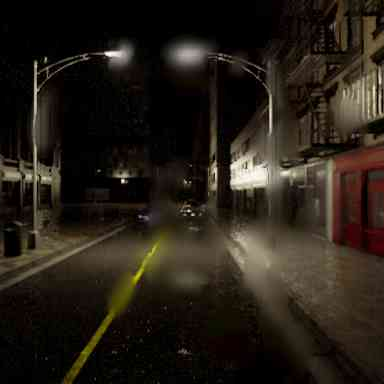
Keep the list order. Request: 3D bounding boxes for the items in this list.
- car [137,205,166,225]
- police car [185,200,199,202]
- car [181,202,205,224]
[{"bbox_3d":[-3.114,1.762,26.332,1.812,1.442,4.674,0,-1,0],"label":"car"},{"bbox_3d":[0.034,1.821,44.385,1.930,1.638,5.238,0,0,1],"label":"police car"},{"bbox_3d":[0.081,1.794,27.493,2.033,1.411,5.357,0,-1,0],"label":"car"}]
